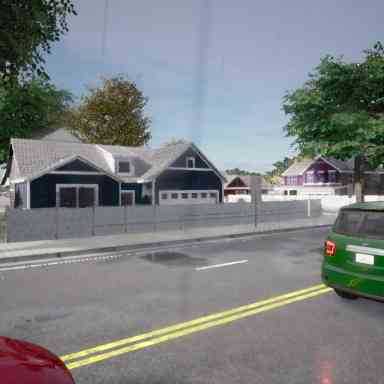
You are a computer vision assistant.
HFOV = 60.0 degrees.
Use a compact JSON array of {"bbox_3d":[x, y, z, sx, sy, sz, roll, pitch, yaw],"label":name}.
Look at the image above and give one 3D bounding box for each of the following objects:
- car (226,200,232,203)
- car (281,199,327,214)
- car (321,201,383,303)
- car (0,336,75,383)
[{"bbox_3d":[4.204,1.589,49.949,1.882,1.535,5.008,-1,0,-30],"label":"car"},{"bbox_3d":[12.285,1.540,36.887,1.812,1.442,4.674,-1,0,-33],"label":"car"},{"bbox_3d":[5.102,1.209,7.120,5.566,2.045,2.150,0,0,-35],"label":"car"},{"bbox_3d":[-3.021,1.476,1.287,5.008,1.535,1.882,0,0,-35],"label":"car"}]
